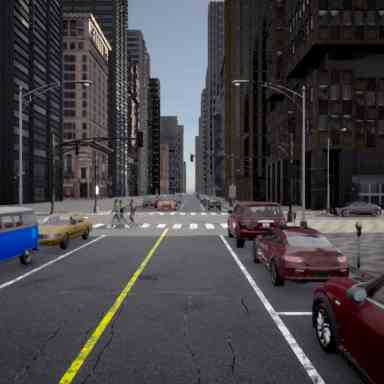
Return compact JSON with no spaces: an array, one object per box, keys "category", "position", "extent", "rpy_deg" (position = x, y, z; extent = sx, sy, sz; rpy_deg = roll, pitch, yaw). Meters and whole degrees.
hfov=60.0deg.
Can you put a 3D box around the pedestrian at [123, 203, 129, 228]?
[{"category":"pedestrian","position":[-4.383,1.295,20.968],"extent":[0.375,1.860,0.375],"rpy_deg":[0,0,0]}]

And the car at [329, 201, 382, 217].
[{"category":"car","position":[14.666,1.527,29.944],"extent":[4.181,1.385,1.994],"rpy_deg":[0,0,0]}]

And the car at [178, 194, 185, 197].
[{"category":"car","position":[-3.045,1.562,65.554],"extent":[2.033,1.411,5.357],"rpy_deg":[0,0,1]}]

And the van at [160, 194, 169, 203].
[{"category":"van","position":[-5.773,1.358,69.950],"extent":[1.690,1.788,3.998],"rpy_deg":[0,0,0]}]

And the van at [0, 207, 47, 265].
[{"category":"van","position":[-5.766,1.341,9.095],"extent":[1.690,1.788,3.998],"rpy_deg":[0,0,0]}]

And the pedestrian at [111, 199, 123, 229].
[{"category":"pedestrian","position":[-4.564,1.295,20.239],"extent":[0.375,1.860,0.375],"rpy_deg":[0,0,0]}]

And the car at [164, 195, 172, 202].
[{"category":"car","position":[-5.773,1.550,81.062],"extent":[1.752,1.417,4.829],"rpy_deg":[0,0,0]}]

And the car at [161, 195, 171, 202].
[{"category":"car","position":[-5.773,1.461,75.591],"extent":[1.967,1.590,4.097],"rpy_deg":[0,0,0]}]

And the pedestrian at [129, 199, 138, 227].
[{"category":"pedestrian","position":[-3.794,1.295,21.700],"extent":[0.375,1.860,0.375],"rpy_deg":[0,0,0]}]

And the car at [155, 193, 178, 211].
[{"category":"car","position":[-3.046,1.357,40.709],"extent":[2.097,1.767,4.553],"rpy_deg":[0,0,-2]}]

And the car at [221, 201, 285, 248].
[{"category":"car","position":[2.758,1.315,14.784],"extent":[2.192,1.841,5.009],"rpy_deg":[0,0,0]}]

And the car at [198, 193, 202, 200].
[{"category":"car","position":[2.753,1.457,69.960],"extent":[1.967,1.590,4.097],"rpy_deg":[0,0,0]}]

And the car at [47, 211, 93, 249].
[{"category":"car","position":[-5.766,1.526,14.603],"extent":[1.752,1.417,4.829],"rpy_deg":[0,0,0]}]

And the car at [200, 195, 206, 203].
[{"category":"car","position":[2.755,1.560,53.039],"extent":[2.008,1.369,4.403],"rpy_deg":[0,0,0]}]

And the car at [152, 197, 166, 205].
[{"category":"car","position":[-5.771,1.577,58.670],"extent":[1.947,1.339,4.313],"rpy_deg":[0,0,0]}]

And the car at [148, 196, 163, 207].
[{"category":"car","position":[-5.771,1.449,53.029],"extent":[1.967,1.590,4.097],"rpy_deg":[0,0,0]}]

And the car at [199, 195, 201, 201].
[{"category":"car","position":[2.754,1.556,58.679],"extent":[1.887,1.381,4.507],"rpy_deg":[0,0,0]}]

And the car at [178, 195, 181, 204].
[{"category":"car","position":[-3.096,1.609,50.832],"extent":[1.895,1.301,4.718],"rpy_deg":[0,0,0]}]

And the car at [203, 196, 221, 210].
[{"category":"car","position":[2.756,1.556,41.757],"extent":[2.008,1.369,4.403],"rpy_deg":[0,0,0]}]

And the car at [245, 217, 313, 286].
[{"category":"car","position":[2.759,1.582,9.106],"extent":[1.802,1.307,4.206],"rpy_deg":[0,0,0]}]

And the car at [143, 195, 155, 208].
[{"category":"car","position":[-5.770,1.322,47.387],"extent":[2.192,1.841,5.009],"rpy_deg":[0,0,0]}]

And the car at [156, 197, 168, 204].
[{"category":"car","position":[-5.771,1.596,64.309],"extent":[1.802,1.307,4.206],"rpy_deg":[0,0,0]}]

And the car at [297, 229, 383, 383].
[{"category":"car","position":[2.760,1.440,3.429],"extent":[1.967,1.590,4.097],"rpy_deg":[0,0,0]}]
